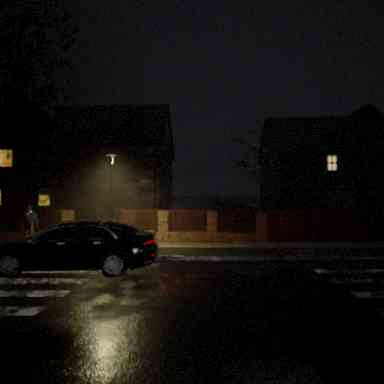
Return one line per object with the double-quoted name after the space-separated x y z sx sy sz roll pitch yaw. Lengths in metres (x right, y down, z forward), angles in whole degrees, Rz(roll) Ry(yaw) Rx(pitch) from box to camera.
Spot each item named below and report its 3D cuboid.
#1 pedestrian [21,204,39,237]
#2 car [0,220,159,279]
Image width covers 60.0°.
-6.323 1.367 12.902 0.375 1.860 0.375 0 -1 2 "pedestrian"
-3.456 1.623 9.859 4.892 1.490 1.837 -1 -1 2 "car"
